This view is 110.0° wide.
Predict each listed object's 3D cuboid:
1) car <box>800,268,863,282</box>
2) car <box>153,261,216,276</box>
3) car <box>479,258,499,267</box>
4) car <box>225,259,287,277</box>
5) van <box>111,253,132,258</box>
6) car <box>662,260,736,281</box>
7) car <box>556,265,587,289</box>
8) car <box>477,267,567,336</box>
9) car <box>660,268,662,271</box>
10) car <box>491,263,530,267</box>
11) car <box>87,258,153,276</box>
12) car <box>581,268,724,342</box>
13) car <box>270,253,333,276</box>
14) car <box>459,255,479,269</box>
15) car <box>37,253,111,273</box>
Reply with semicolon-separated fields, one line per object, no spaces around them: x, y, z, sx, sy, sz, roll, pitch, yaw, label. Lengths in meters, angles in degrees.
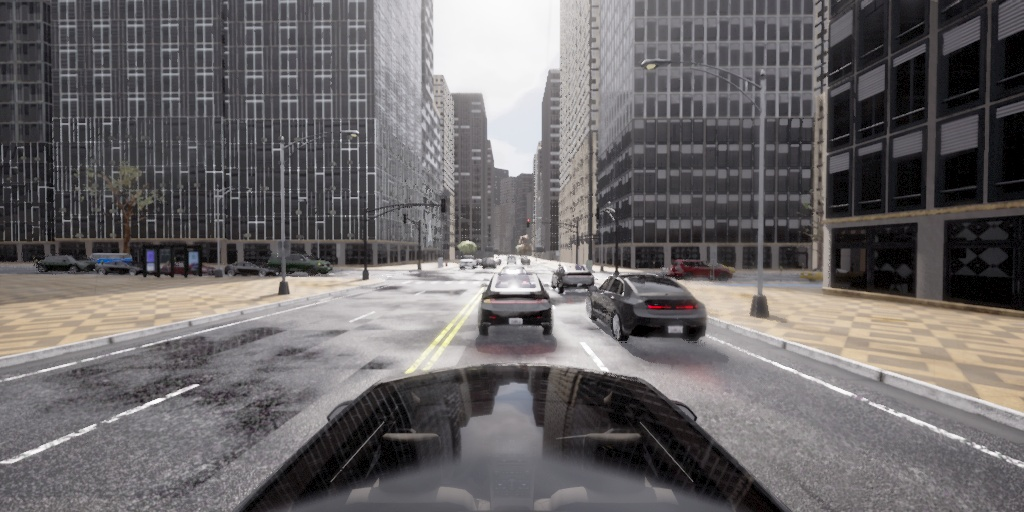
27.608;1.572;30.814;4.829;1.417;1.751;0;0;1;car
-28.450;1.132;31.605;4.207;1.307;1.802;0;0;1;car
-3.396;1.179;53.903;1.882;1.535;5.008;0;0;0;car
-22.766;1.167;31.479;4.313;1.339;1.948;0;0;1;car
-45.333;0.597;40.419;3.998;1.789;1.690;0;0;1;van
16.159;1.262;30.997;5.009;1.841;2.192;0;0;1;car
3.330;1.228;20.136;2.128;1.511;4.902;0;0;0;car
0.090;1.236;10.393;2.128;1.511;4.902;0;0;0;car
17.804;1.468;36.750;4.718;1.301;1.895;1;1;1;car
0.079;1.284;20.128;2.033;1.411;5.357;0;0;0;car
-34.131;1.063;31.772;4.313;1.339;1.948;0;0;1;car
3.340;1.250;9.740;1.837;1.490;4.892;0;0;0;car
-20.165;0.798;34.131;5.566;2.045;2.150;1;1;1;car
-6.647;0.922;54.268;2.150;2.045;5.566;0;0;0;car
-42.366;0.730;34.574;4.553;1.767;2.097;1;1;1;car
